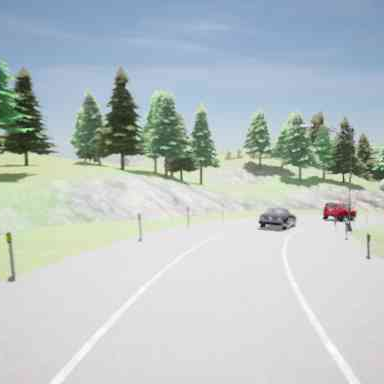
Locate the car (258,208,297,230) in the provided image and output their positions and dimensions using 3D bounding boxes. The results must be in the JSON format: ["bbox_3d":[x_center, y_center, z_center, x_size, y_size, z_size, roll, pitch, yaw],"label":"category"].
[{"bbox_3d":[6.363,1.891,24.359,2.033,1.411,5.357,3,-1,27],"label":"car"}]

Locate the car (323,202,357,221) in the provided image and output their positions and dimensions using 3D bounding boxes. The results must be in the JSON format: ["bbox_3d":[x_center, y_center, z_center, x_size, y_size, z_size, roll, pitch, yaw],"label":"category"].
[{"bbox_3d":[17.425,2.302,39.098,5.566,2.045,2.150,4,0,-44],"label":"car"}]
